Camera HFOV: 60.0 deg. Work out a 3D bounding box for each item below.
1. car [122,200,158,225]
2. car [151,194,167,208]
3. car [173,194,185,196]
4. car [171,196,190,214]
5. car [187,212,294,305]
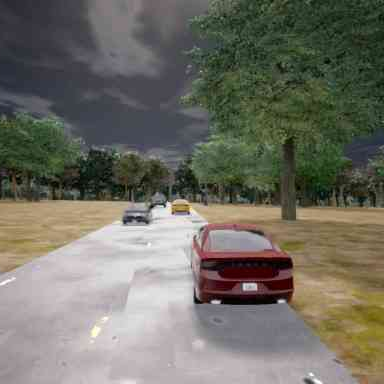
[{"bbox_3d":[-3.911,1.567,24.656,2.033,1.411,5.357,0,0,-3],"label":"car"},{"bbox_3d":[-5.065,1.385,51.040,2.150,2.045,5.566,0,0,-3],"label":"car"},{"bbox_3d":[-1.774,1.357,46.394,2.150,2.045,5.566,0,0,-3],"label":"car"},{"bbox_3d":[-1.248,1.548,35.886,1.882,1.535,5.008,0,0,-3],"label":"car"},{"bbox_3d":[0.933,1.477,8.187,1.882,1.535,5.008,0,0,-1],"label":"car"}]
